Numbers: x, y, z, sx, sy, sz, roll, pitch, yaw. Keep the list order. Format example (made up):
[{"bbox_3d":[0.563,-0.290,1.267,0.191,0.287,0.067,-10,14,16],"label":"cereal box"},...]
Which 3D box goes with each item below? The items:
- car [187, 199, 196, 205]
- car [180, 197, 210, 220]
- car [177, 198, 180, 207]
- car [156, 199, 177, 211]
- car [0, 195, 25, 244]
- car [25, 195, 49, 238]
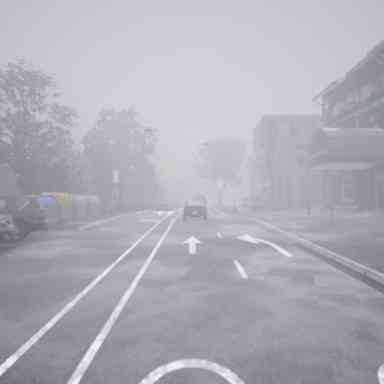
[{"bbox_3d":[-0.129,2.946,94.901,2.002,1.452,4.674,-2,1,6],"label":"car"},{"bbox_3d":[0.319,1.430,27.730,1.882,1.535,5.008,0,0,2],"label":"car"},{"bbox_3d":[-2.808,2.020,61.220,2.097,1.767,4.553,0,-1,3],"label":"car"},{"bbox_3d":[-3.492,1.811,43.399,1.994,1.385,4.181,0,-1,2],"label":"car"},{"bbox_3d":[-9.422,1.210,12.050,5.566,2.045,2.435,-1,0,-20],"label":"car"},{"bbox_3d":[-9.468,1.204,14.978,5.566,2.045,2.435,-1,0,-20],"label":"car"}]
